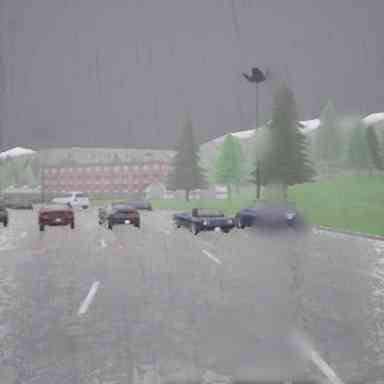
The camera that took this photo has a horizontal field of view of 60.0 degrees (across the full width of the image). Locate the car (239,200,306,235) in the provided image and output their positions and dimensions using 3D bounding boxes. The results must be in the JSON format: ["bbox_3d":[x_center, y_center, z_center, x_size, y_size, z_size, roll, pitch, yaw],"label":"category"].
[{"bbox_3d":[4.071,1.198,17.897,2.097,1.767,4.553,-1,1,-16],"label":"car"}]

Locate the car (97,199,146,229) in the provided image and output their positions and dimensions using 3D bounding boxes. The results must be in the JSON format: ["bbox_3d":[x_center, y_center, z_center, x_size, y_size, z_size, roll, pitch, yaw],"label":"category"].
[{"bbox_3d":[-4.614,1.392,20.659,1.837,1.490,4.892,0,0,-25],"label":"car"}]

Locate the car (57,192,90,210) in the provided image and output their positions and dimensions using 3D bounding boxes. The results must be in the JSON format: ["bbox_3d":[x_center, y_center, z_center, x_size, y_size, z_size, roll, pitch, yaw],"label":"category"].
[{"bbox_3d":[-14.283,1.048,39.029,5.566,2.045,2.150,0,0,39],"label":"car"}]

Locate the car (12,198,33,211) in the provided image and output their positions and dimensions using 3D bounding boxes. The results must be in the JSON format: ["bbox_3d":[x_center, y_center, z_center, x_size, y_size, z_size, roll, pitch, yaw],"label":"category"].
[{"bbox_3d":[-20.586,1.434,39.008,4.181,1.385,1.994,0,0,34],"label":"car"}]

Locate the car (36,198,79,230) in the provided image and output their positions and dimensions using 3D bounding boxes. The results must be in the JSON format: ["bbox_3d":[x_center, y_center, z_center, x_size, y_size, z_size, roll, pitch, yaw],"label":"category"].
[{"bbox_3d":[-8.499,1.391,20.653,1.882,1.535,5.008,0,0,-26],"label":"car"}]

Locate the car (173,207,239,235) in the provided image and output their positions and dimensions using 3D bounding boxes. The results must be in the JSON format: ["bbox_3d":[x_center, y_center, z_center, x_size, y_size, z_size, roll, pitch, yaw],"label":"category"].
[{"bbox_3d":[0.447,1.471,17.897,1.895,1.301,4.718,-1,0,-20],"label":"car"}]

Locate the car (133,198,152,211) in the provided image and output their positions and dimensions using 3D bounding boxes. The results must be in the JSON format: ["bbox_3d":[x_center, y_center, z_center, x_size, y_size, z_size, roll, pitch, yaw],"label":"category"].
[{"bbox_3d":[-6.039,1.356,35.684,1.994,1.385,4.181,-1,1,-39],"label":"car"}]

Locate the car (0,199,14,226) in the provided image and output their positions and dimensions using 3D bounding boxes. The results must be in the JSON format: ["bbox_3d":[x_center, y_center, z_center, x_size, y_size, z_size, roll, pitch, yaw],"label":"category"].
[{"bbox_3d":[-13.335,1.430,22.048,2.128,1.511,4.902,0,0,-32],"label":"car"}]
